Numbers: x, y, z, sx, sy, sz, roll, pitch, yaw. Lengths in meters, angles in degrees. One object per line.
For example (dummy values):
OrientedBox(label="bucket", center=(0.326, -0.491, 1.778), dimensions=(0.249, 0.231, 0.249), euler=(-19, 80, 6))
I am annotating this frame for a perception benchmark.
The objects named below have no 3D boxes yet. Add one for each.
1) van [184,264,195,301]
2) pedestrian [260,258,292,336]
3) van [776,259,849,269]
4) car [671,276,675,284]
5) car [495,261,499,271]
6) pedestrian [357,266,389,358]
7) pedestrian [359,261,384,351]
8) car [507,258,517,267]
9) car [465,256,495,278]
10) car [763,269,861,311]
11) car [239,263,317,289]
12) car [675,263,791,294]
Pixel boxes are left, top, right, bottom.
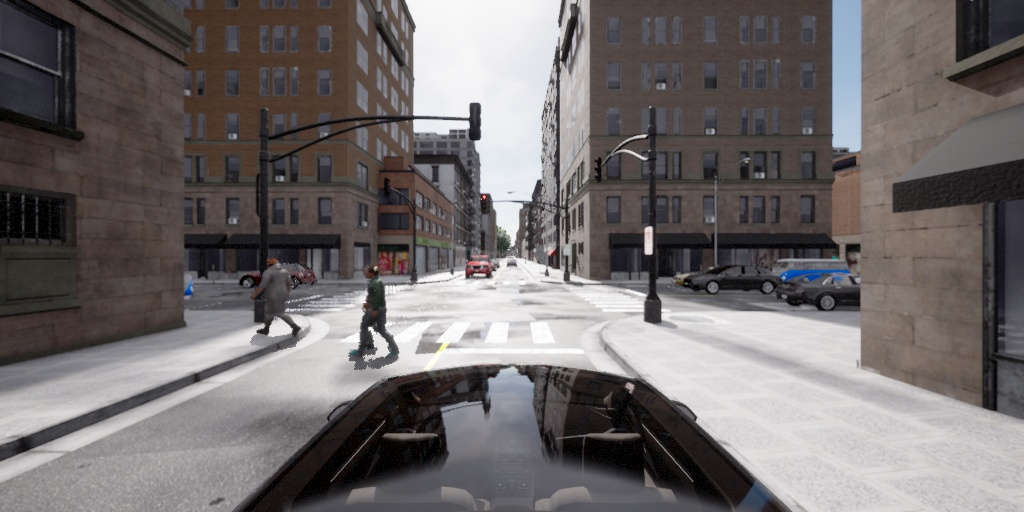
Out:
OrientedBox(label="van", center=(-14.675, 1.092, 13.863), dimensions=(3.998, 1.789, 1.690), euler=(0, 0, 1))
OrientedBox(label="pedestrian", center=(-5.430, 0.893, 8.261), dimensions=(0.375, 1.860, 0.375), euler=(0, 0, 0))
OrientedBox(label="van", center=(18.257, 1.087, 22.053), dimensions=(3.998, 1.789, 1.690), euler=(0, 0, 1))
OrientedBox(label="car", center=(12.418, 1.270, 22.112), dimensions=(4.829, 1.417, 1.751), euler=(0, 0, 1))
OrientedBox(label="car", center=(-3.101, 1.270, 46.708), dimensions=(1.812, 1.442, 4.674), euler=(0, 0, 0))
OrientedBox(label="pedestrian", center=(-2.687, 1.045, 6.952), dimensions=(0.375, 1.860, 0.375), euler=(0, 0, 0))
OrientedBox(label="pedestrian", center=(-2.990, 1.045, 7.662), dimensions=(0.375, 1.860, 0.375), euler=(0, 0, 0))
OrientedBox(label="car", center=(-0.012, 1.278, 63.865), dimensions=(2.033, 1.411, 5.357), euler=(0, 0, 0))
OrientedBox(label="car", center=(-3.103, 0.971, 34.325), dimensions=(2.150, 2.045, 5.566), euler=(0, 0, 0))
OrientedBox(label="car", center=(12.519, 1.309, 13.586), dimensions=(4.403, 1.370, 2.007), euler=(0, 0, 1))
OrientedBox(label="car", center=(-14.606, 1.178, 22.389), dimensions=(4.097, 1.591, 1.967), euler=(0, 0, 1))
OrientedBox(label="car", center=(11.925, 1.254, 19.561), dimensions=(4.892, 1.490, 1.837), euler=(0, 0, -1))
